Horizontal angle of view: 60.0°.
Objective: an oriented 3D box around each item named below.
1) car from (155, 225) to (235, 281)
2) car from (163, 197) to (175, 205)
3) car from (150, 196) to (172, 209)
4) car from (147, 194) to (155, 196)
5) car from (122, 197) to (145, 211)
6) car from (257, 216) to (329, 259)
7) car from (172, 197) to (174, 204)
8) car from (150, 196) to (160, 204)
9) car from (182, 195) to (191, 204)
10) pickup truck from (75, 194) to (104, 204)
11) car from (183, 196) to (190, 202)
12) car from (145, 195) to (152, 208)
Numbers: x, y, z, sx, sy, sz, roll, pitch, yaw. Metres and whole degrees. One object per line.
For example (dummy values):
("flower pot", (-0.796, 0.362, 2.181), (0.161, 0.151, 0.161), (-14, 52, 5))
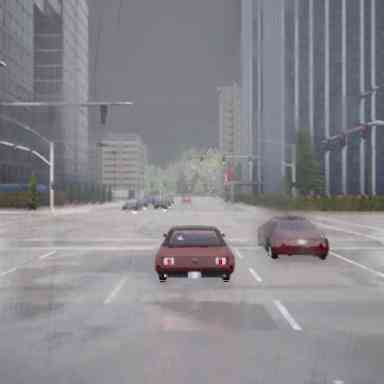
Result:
("car", (0.060, 1.639, 9.910), (1.895, 1.301, 4.718), (0, 0, 0))
("car", (-4.635, 1.759, 68.267), (2.128, 1.511, 4.902), (0, 0, -1))
("car", (-4.410, 1.730, 47.986), (2.033, 1.411, 5.357), (0, 0, -1))
("car", (-8.079, 1.464, 63.542), (2.150, 2.045, 5.566), (0, 0, -1))
("car", (-7.848, 1.693, 43.882), (1.812, 1.442, 4.674), (0, 0, 1))
("car", (3.736, 1.613, 12.913), (1.994, 1.385, 4.181), (0, 0, 3))
("car", (-4.535, 1.725, 57.828), (1.837, 1.490, 4.892), (0, 0, -1))
("car", (-8.226, 1.747, 74.008), (1.882, 1.535, 5.008), (0, 0, -1))
("car", (-1.228, 1.638, 74.342), (2.097, 1.767, 4.553), (0, 0, -1))
("pickup truck", (-21.282, 1.325, 69.740), (2.390, 2.098, 6.274), (0, 0, 30))
("car", (-1.392, 1.846, 84.631), (1.812, 1.442, 4.674), (0, 0, -1))
("car", (-7.977, 1.708, 53.135), (1.837, 1.490, 4.892), (0, 0, -1))
